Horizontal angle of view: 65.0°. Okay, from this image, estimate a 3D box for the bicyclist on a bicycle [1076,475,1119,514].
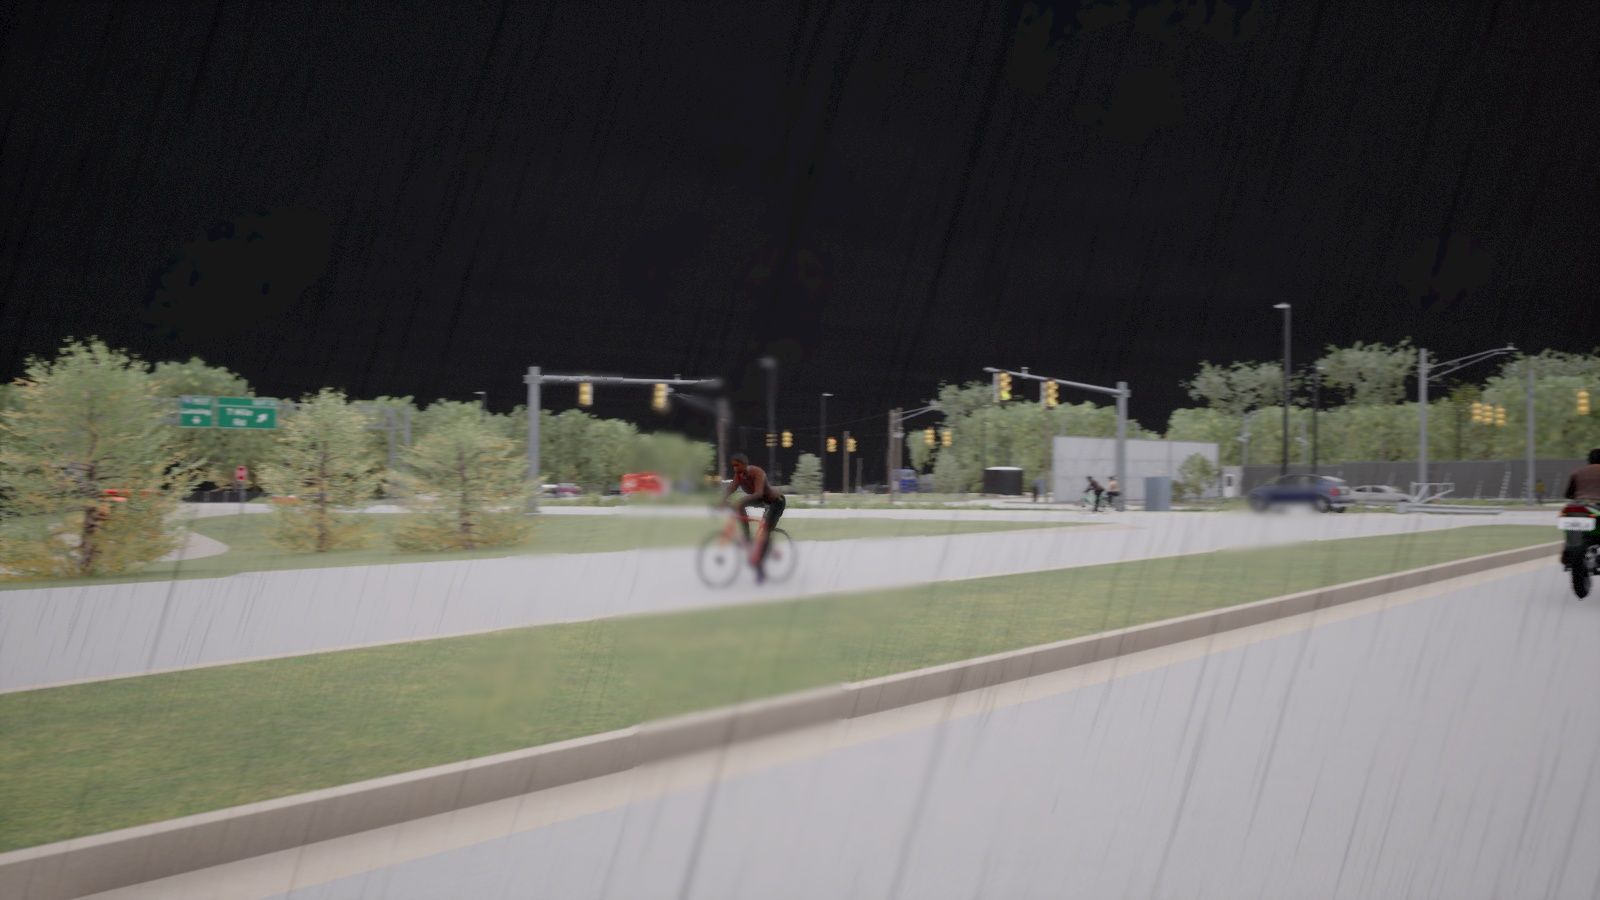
[{"bbox_3d":[12.347,1.849,52.178,1.656,1.620,0.582,-3,-3,44],"label":"bicyclist on a bicycle"}]

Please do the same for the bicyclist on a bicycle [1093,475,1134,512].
[{"bbox_3d":[13.877,1.911,55.552,1.509,1.612,0.866,-2,-2,44],"label":"bicyclist on a bicycle"}]

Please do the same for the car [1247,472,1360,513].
[{"bbox_3d":[19.923,1.695,49.770,3.705,1.549,1.789,-3,-2,44],"label":"car"}]

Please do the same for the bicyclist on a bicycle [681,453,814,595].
[{"bbox_3d":[-0.613,0.854,15.199,0.582,1.620,1.656,0,0,45],"label":"bicyclist on a bicycle"}]

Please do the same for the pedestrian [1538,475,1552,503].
[{"bbox_3d":[48.486,2.540,81.737,0.726,1.835,0.370,1,-1,-15],"label":"pedestrian"}]

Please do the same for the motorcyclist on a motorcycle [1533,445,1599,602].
[{"bbox_3d":[8.311,0.708,12.982,0.797,1.523,2.044,-1,-1,43],"label":"motorcyclist on a motorcycle"}]

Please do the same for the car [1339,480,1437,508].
[{"bbox_3d":[36.160,2.697,77.332,5.027,1.651,2.152,-2,-2,43],"label":"car"}]
